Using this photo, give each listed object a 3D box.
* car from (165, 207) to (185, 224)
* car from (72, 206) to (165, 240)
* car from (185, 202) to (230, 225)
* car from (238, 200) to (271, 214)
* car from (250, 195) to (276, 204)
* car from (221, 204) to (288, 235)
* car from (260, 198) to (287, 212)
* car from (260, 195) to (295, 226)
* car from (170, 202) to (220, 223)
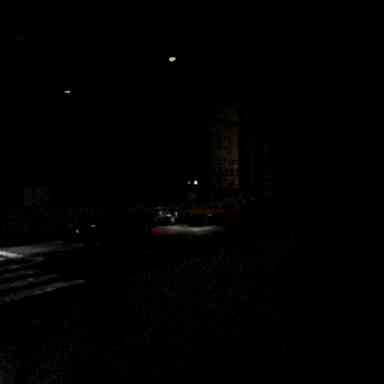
[{"bbox_3d":[-2.800,1.676,23.601,2.008,1.369,4.403,-1,-1,35],"label":"car"},{"bbox_3d":[-3.955,1.584,17.604,2.128,1.511,4.902,-1,0,35],"label":"car"},{"bbox_3d":[1.808,1.576,25.700,1.882,1.535,5.008,-1,0,36],"label":"car"},{"bbox_3d":[7.085,1.679,37.480,1.887,1.381,4.507,-1,-1,35],"label":"car"},{"bbox_3d":[7.974,1.326,34.350,2.150,2.045,5.566,-1,-1,36],"label":"car"},{"bbox_3d":[3.736,1.578,18.946,1.887,1.381,4.507,-1,-1,35],"label":"car"},{"bbox_3d":[10.379,1.578,42.108,1.967,1.590,4.097,-1,-1,35],"label":"car"},{"bbox_3d":[7.029,1.351,23.574,2.192,1.841,5.009,-1,-1,35],"label":"car"},{"bbox_3d":[0.396,1.653,28.089,1.752,1.417,4.829,-1,-1,35],"label":"car"}]
